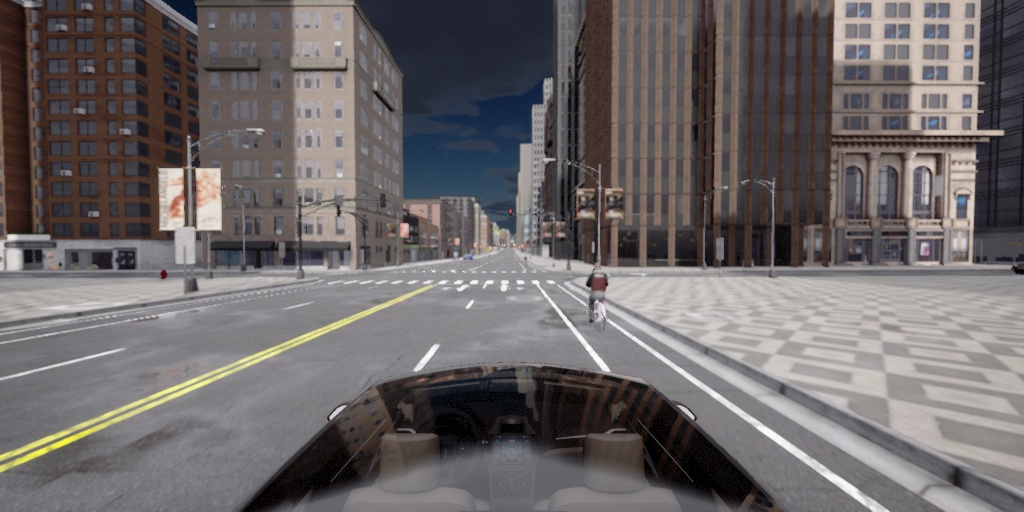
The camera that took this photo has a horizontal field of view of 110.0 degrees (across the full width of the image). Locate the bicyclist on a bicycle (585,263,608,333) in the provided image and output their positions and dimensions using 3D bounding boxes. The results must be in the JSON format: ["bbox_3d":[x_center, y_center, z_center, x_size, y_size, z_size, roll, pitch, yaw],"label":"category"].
[{"bbox_3d":[2.243,1.052,9.608,0.659,1.776,1.843,0,1,0],"label":"bicyclist on a bicycle"}]

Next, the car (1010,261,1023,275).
[{"bbox_3d":[44.562,0.918,29.644,4.181,1.385,1.994,0,1,0],"label":"car"}]

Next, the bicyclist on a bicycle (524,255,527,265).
[{"bbox_3d":[2.197,0.673,57.653,0.659,1.776,1.843,0,1,0],"label":"bicyclist on a bicycle"}]
